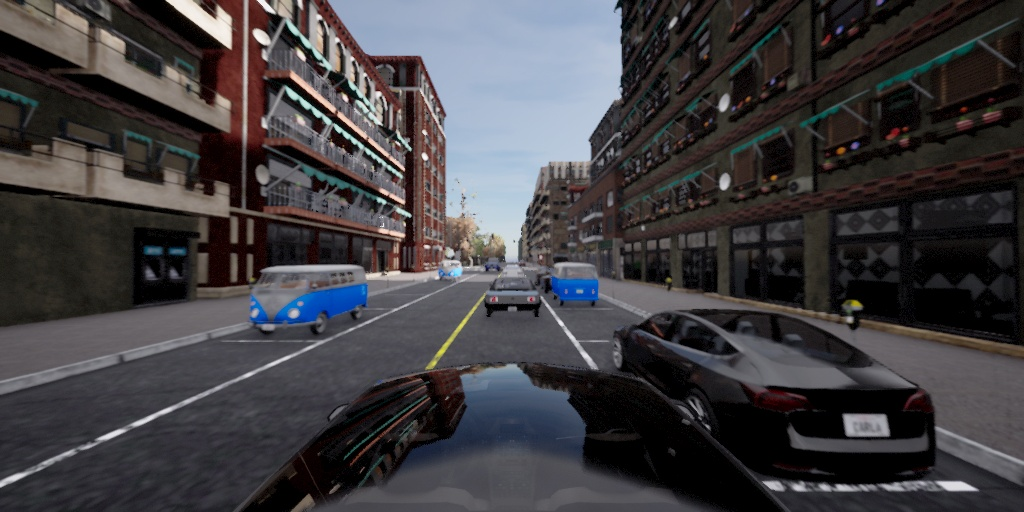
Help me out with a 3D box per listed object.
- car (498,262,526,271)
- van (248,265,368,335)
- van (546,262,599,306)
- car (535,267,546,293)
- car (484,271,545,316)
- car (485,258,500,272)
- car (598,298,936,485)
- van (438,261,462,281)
[{"bbox_3d":[0.058,1.489,30.105,1.812,1.442,4.674,0,0,0],"label":"car"},{"bbox_3d":[-5.687,1.155,10.466,1.690,1.789,3.998,0,0,0],"label":"van"},{"bbox_3d":[2.696,1.197,16.126,1.690,1.789,3.998,0,0,0],"label":"van"},{"bbox_3d":[2.697,1.465,21.788,1.948,1.339,4.313,0,0,0],"label":"car"},{"bbox_3d":[0.041,1.439,13.752,1.895,1.301,4.718,0,0,0],"label":"car"},{"bbox_3d":[-3.020,1.403,56.366,2.150,2.045,5.566,0,-1,1],"label":"car"},{"bbox_3d":[2.692,1.338,4.801,1.948,1.339,4.313,0,0,0],"label":"car"},{"bbox_3d":[-5.681,1.329,33.112,1.690,1.789,3.998,0,0,0],"label":"van"}]
